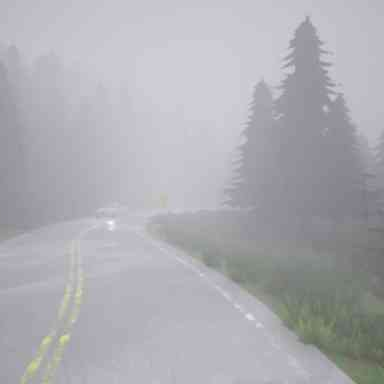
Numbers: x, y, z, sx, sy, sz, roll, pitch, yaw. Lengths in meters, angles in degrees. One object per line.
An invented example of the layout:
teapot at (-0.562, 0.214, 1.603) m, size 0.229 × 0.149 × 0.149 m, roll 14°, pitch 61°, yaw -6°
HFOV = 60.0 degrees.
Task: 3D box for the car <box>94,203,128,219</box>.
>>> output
car at (-7.590, 1.753, 31.579) m, size 1.812 × 1.442 × 4.674 m, roll 0°, pitch 0°, yaw 10°
